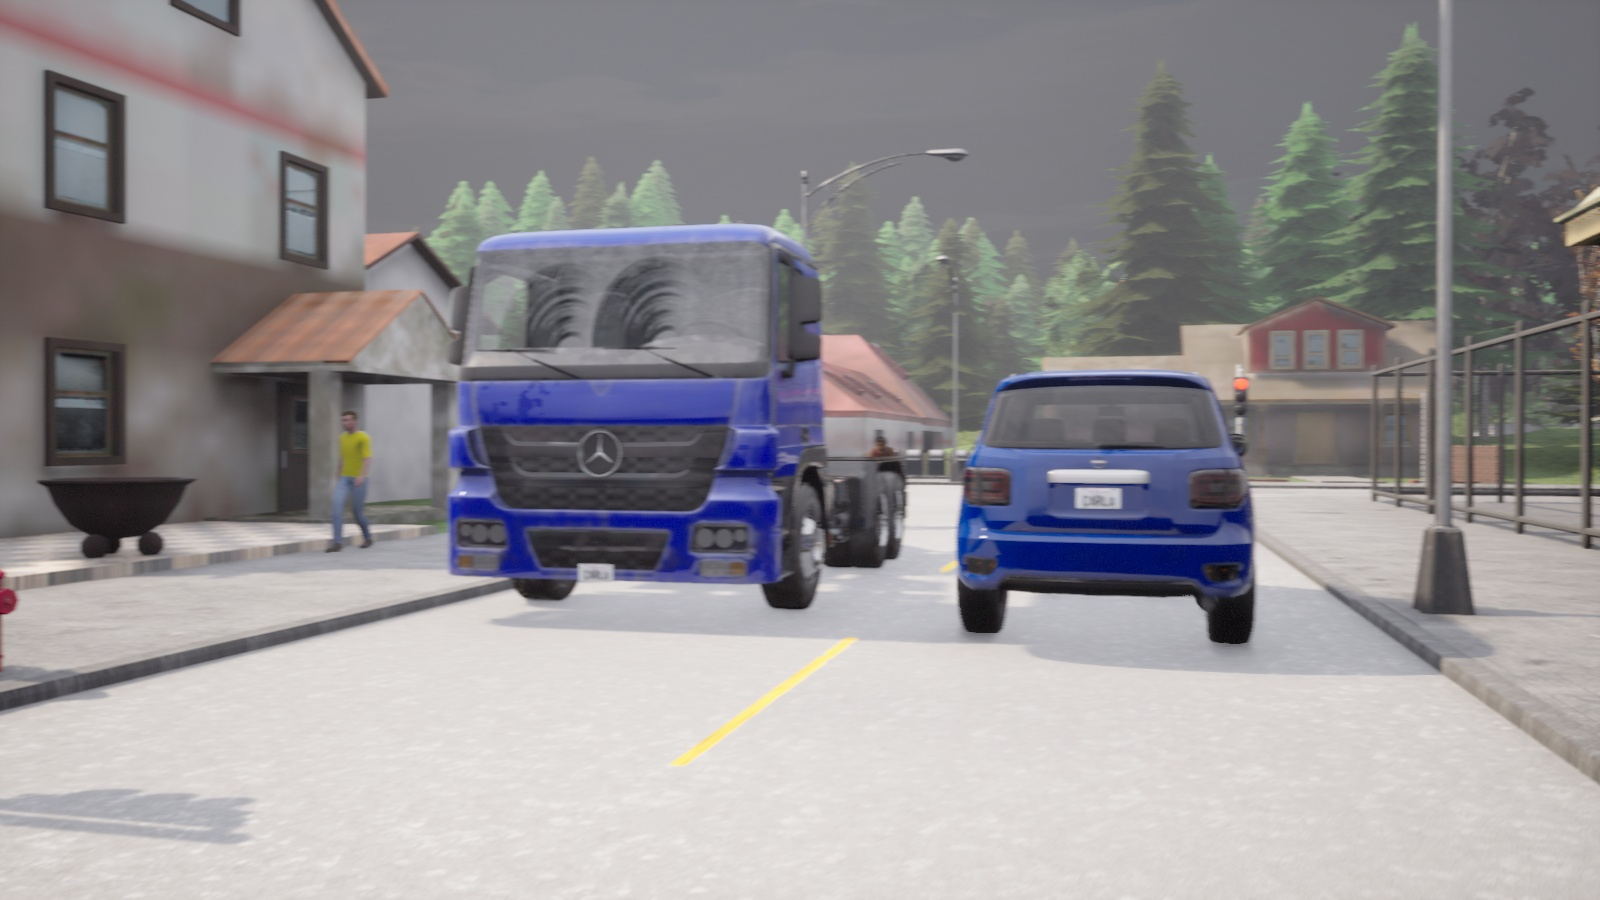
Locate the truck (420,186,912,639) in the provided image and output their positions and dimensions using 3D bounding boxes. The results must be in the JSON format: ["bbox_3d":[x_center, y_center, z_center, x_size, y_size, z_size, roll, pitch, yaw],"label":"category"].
[{"bbox_3d":[-0.785,-0.312,13.793,2.891,3.462,7.936,0,0,13],"label":"truck"}]

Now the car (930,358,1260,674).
[{"bbox_3d":[2.659,0.414,11.106,2.150,2.045,5.566,0,0,15],"label":"car"}]

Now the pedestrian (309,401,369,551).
[{"bbox_3d":[-5.761,0.317,15.720,0.354,1.836,0.706,0,0,17],"label":"pedestrian"}]
